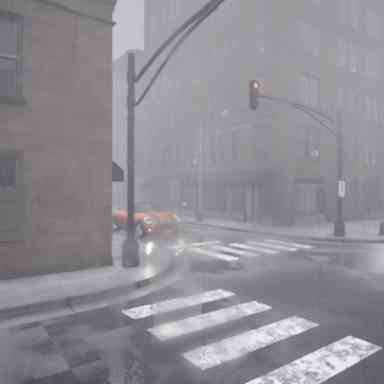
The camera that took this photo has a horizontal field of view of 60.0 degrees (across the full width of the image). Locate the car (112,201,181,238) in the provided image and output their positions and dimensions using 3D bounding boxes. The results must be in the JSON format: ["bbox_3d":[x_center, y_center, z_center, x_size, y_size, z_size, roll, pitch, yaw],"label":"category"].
[{"bbox_3d":[-2.470,1.291,17.446,2.097,1.767,4.553,0,0,-35],"label":"car"}]
